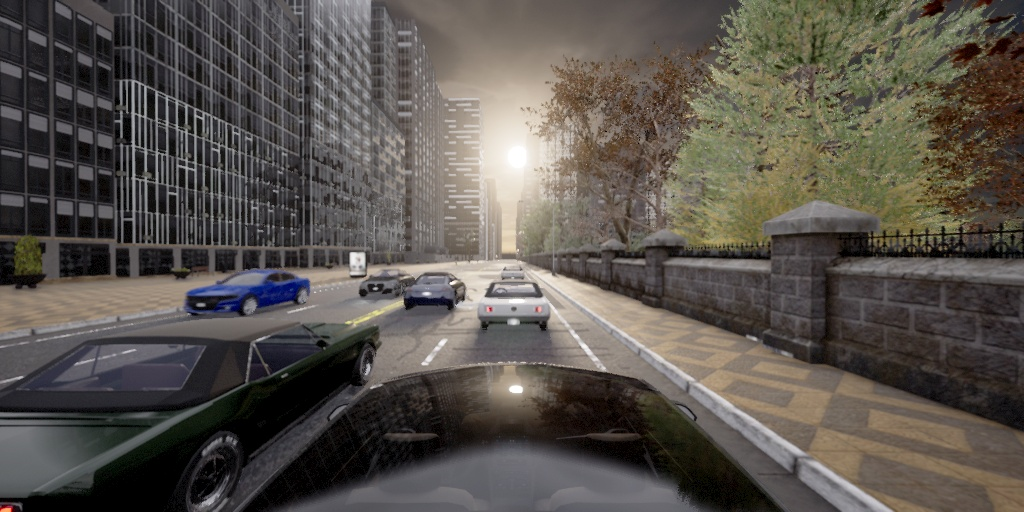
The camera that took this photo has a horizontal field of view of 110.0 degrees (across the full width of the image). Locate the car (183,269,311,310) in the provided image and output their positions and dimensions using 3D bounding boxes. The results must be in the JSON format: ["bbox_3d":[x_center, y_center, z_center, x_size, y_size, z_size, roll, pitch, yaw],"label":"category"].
[{"bbox_3d":[-9.858,1.288,13.854,1.882,1.535,5.008,0,0,0],"label":"car"}]

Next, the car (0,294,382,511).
[{"bbox_3d":[-3.151,1.363,4.065,1.895,1.301,4.718,0,0,0],"label":"car"}]

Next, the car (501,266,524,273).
[{"bbox_3d":[0.070,1.502,30.724,1.895,1.301,4.718,0,0,0],"label":"car"}]

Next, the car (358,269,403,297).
[{"bbox_3d":[-6.611,1.403,19.353,1.994,1.385,4.181,0,0,0],"label":"car"}]

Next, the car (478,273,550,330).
[{"bbox_3d":[0.063,1.399,11.349,1.895,1.301,4.718,0,0,0],"label":"car"}]

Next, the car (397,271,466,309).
[{"bbox_3d":[-3.161,1.383,15.377,1.994,1.385,4.181,0,0,1],"label":"car"}]
